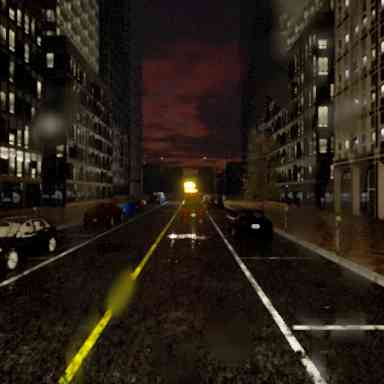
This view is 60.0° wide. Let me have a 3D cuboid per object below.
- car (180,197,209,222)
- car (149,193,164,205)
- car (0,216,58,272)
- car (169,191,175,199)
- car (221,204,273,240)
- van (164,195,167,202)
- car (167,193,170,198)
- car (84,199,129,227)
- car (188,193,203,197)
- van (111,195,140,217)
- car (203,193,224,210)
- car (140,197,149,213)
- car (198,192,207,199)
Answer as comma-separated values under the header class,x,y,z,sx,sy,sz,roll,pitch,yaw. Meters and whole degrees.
class,x,y,z,sx,sy,sz,roll,pitch,yaw
car,0.087,1.367,24.727,1.812,1.442,4.674,0,1,0
car,-5.714,1.112,50.245,1.967,1.590,4.097,0,0,0
car,-5.693,1.485,10.401,2.008,1.369,4.403,0,0,0
car,-5.734,0.962,84.227,1.752,1.417,4.829,0,0,0
car,2.684,1.464,16.086,1.947,1.339,4.313,0,0,0
van,-5.717,0.974,55.937,1.690,1.788,3.998,0,0,0
car,-5.721,1.160,61.631,1.947,1.339,4.313,0,0,0
car,-5.699,1.406,21.786,1.887,1.381,4.507,0,0,0
car,0.077,1.237,41.435,1.837,1.490,4.892,0,1,0
van,-5.702,1.165,27.477,1.690,1.788,3.998,0,0,0
car,2.673,1.189,38.851,1.967,1.590,4.097,0,0,0
car,-5.706,1.369,33.170,1.802,1.307,4.206,0,0,0
car,2.647,0.876,84.386,1.967,1.590,4.097,0,0,0
